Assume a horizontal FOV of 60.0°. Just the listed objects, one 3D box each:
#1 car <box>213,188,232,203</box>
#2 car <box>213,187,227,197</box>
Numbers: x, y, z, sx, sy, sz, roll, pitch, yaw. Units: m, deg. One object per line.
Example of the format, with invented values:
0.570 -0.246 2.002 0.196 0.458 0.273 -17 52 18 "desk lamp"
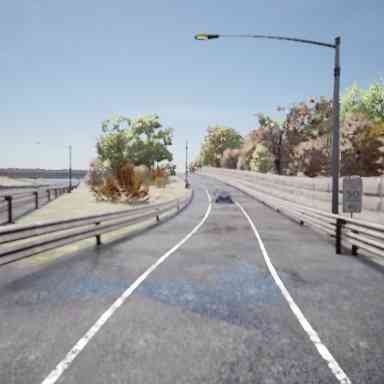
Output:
4.189 0.488 44.533 2.097 1.767 4.553 1 3 2 "car"
4.545 0.002 54.813 1.994 1.385 4.181 1 5 0 "car"
